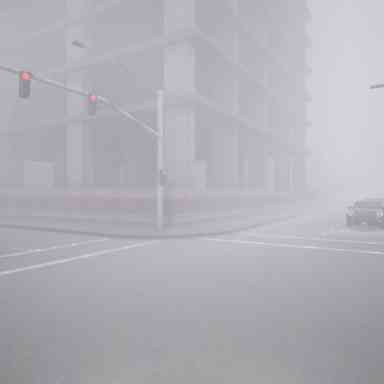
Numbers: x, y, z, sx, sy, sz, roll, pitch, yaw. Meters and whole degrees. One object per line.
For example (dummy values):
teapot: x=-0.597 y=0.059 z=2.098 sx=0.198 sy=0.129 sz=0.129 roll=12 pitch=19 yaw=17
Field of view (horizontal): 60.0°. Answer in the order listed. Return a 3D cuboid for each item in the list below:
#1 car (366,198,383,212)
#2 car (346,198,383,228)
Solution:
car: x=21.991 y=1.472 z=39.497 sx=2.128 sy=1.511 sz=4.902 roll=0 pitch=0 yaw=31
car: x=11.569 y=1.330 z=22.006 sx=2.097 sy=1.767 sz=4.553 roll=0 pitch=0 yaw=31
